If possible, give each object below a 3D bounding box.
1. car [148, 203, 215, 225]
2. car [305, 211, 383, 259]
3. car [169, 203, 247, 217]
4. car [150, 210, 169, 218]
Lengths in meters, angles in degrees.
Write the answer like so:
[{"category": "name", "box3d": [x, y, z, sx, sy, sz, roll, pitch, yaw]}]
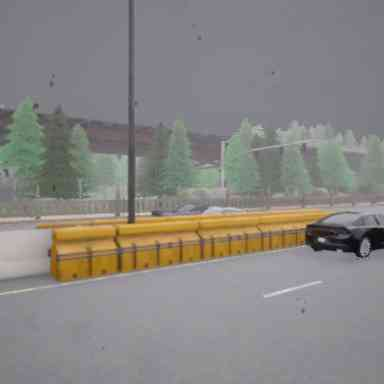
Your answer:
[{"category": "car", "box3d": [-0.711, 1.582, 24.929, 4.718, 1.301, 1.895, 0, 0, -35]}, {"category": "car", "box3d": [6.405, 1.460, 12.658, 5.008, 1.535, 1.882, 0, 0, -35]}, {"category": "car", "box3d": [1.366, 1.510, 17.828, 4.674, 1.442, 1.812, 0, 0, -35]}, {"category": "car", "box3d": [0.104, 1.489, 21.223, 4.892, 1.490, 1.837, 0, 0, -35]}]
